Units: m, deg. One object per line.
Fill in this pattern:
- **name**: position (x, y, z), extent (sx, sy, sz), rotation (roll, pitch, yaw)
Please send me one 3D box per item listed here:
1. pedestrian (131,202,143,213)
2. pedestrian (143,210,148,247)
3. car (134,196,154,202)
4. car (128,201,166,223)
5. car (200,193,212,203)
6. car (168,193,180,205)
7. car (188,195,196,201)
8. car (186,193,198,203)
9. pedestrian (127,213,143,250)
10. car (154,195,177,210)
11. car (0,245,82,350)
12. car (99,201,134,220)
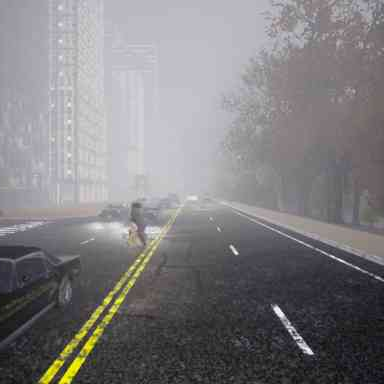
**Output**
- **pedestrian**: position (-2.318, 1.303, 13.572), extent (0.375, 1.860, 0.375), rotation (0, 0, 0)
- **pedestrian**: position (-2.190, 1.312, 14.235), extent (0.375, 1.860, 0.375), rotation (0, 0, 0)
- **car**: position (-6.603, 1.508, 43.812), extent (1.837, 1.490, 4.892), rotation (0, 0, 0)
- **car**: position (-3.360, 1.639, 25.745), extent (1.895, 1.301, 4.718), rotation (0, 0, 0)
- **car**: position (3.244, 1.526, 69.730), extent (2.128, 1.511, 4.902), rotation (0, 0, 0)
- **car**: position (-3.334, 1.227, 59.311), extent (2.150, 2.045, 5.566), rotation (0, 0, 0)
- **car**: position (-0.005, 1.433, 80.124), extent (2.033, 1.411, 5.357), rotation (0, 0, 0)
- **car**: position (-0.004, 1.226, 69.760), extent (2.150, 2.045, 5.566), rotation (0, 0, 0)
- **pedestrian**: position (-2.219, 1.573, 12.949), extent (0.375, 1.300, 0.375), rotation (0, 0, 0)
- **car**: position (-3.353, 1.507, 42.741), extent (1.837, 1.490, 4.892), rotation (0, 0, 0)
- **car**: position (-3.353, 1.600, 5.107), extent (1.895, 1.301, 4.718), rotation (0, 0, 0)
- **car**: position (-6.605, 1.631, 28.808), extent (1.895, 1.301, 4.718), rotation (0, 1, 0)
